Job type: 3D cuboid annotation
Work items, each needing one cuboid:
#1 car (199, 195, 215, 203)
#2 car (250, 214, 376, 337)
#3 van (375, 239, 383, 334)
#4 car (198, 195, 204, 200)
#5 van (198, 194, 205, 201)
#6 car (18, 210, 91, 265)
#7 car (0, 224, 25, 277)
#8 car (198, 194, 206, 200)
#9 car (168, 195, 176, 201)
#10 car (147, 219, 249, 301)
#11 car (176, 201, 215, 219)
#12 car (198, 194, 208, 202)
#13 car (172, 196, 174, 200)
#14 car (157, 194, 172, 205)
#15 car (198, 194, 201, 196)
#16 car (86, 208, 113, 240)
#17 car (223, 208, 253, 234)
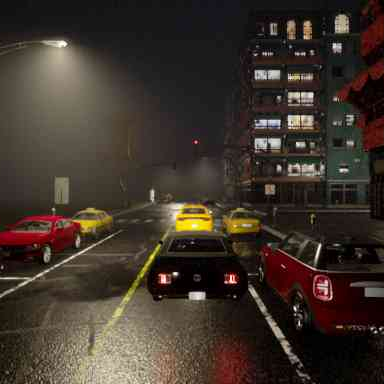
[{"bbox_3d":[2.570,1.565,50.242,2.008,1.369,4.403,1,0,0],"label":"car"},{"bbox_3d":[2.575,1.442,6.638,1.967,1.590,4.097,1,0,0],"label":"car"},{"bbox_3d":[2.576,1.341,1.093,1.690,1.788,3.998,1,0,0],"label":"van"},{"bbox_3d":[2.566,1.555,95.700,1.752,1.417,4.829,1,0,0],"label":"car"},{"bbox_3d":[2.569,1.368,89.869,1.690,1.788,3.998,1,0,0],"label":"van"},{"bbox_3d":[-5.307,1.547,11.764,1.887,1.381,4.507,1,0,0],"label":"car"},{"bbox_3d":[-5.307,1.552,6.227,2.008,1.369,4.403,1,0,0],"label":"car"},{"bbox_3d":[2.569,1.599,61.564,1.802,1.307,4.206,1,0,0],"label":"car"},{"bbox_3d":[-5.314,1.609,89.357,1.802,1.307,4.206,1,0,0],"label":"car"},{"bbox_3d":[0.100,1.603,8.280,1.895,1.301,4.718,0,0,0],"label":"car"},{"bbox_3d":[0.101,1.482,18.397,1.882,1.535,5.008,0,0,0],"label":"car"},{"bbox_3d":[2.570,1.338,78.547,2.192,1.841,5.009,1,0,0],"label":"car"},{"bbox_3d":[-5.309,1.334,66.741,2.192,1.841,5.009,1,0,0],"label":"car"},{"bbox_3d":[-5.310,1.457,61.086,1.967,1.590,4.097,1,0,0],"label":"car"},{"bbox_3d":[2.568,1.587,72.886,1.947,1.339,4.313,1,0,0],"label":"car"},{"bbox_3d":[-5.308,1.529,17.130,1.752,1.417,4.829,1,0,0],"label":"car"},{"bbox_3d":[2.573,1.530,17.897,1.752,1.417,4.829,1,0,0],"label":"car"}]
